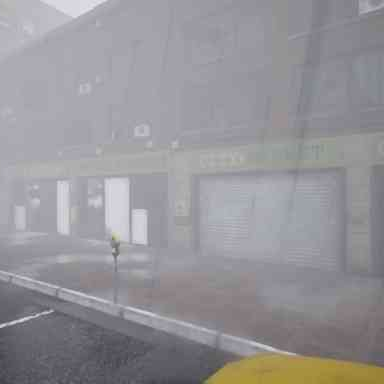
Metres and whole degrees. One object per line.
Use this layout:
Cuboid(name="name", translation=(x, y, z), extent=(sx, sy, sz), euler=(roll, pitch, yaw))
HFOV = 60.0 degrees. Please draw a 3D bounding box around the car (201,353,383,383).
Cuboid(name="car", translation=(1.980, 1.525, 1.470), extent=(4.829, 1.417, 1.752), euler=(0, 0, 36))
